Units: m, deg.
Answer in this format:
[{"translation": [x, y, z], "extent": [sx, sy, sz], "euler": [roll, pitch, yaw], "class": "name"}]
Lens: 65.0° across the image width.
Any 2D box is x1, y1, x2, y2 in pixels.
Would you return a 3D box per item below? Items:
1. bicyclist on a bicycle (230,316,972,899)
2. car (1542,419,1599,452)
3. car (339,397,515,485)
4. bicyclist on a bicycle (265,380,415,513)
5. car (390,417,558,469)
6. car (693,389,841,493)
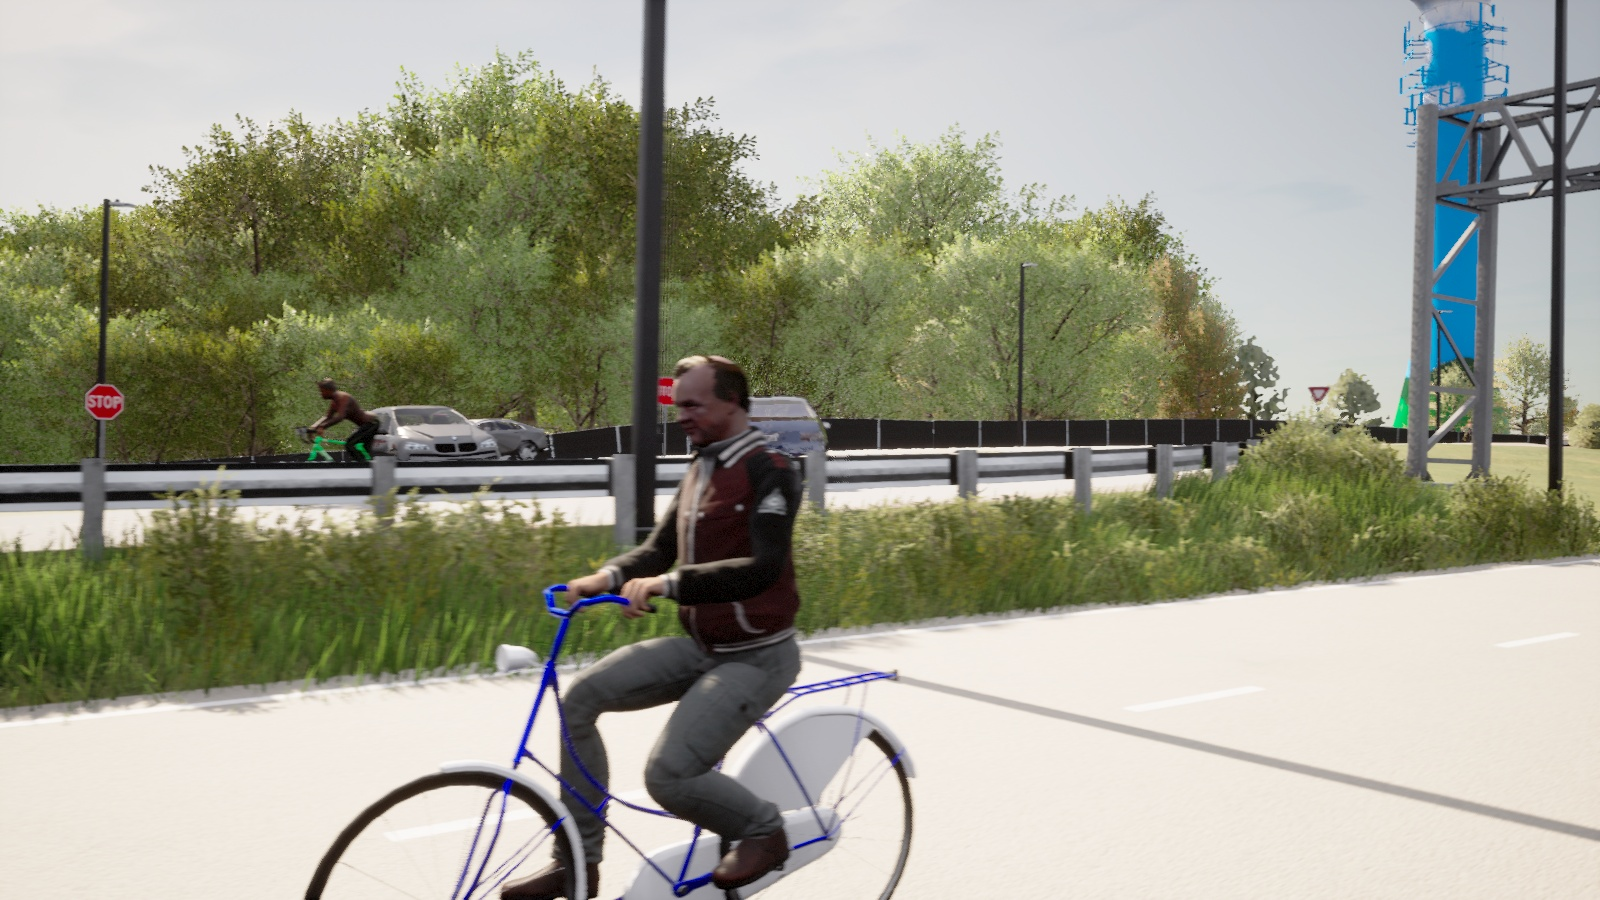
[{"translation": [-0.454, 0.621, 3.343], "extent": [1.843, 1.776, 0.659], "euler": [0, 0, -35], "class": "bicyclist on a bicycle"}, {"translation": [50.580, -0.900, 81.073], "extent": [4.605, 1.855, 1.932], "euler": [2, -2, -14], "class": "car"}, {"translation": [-8.127, -0.182, 27.058], "extent": [2.242, 1.667, 4.611], "euler": [-3, 1, -34], "class": "car"}, {"translation": [-5.879, -0.065, 16.106], "extent": [1.656, 1.620, 0.582], "euler": [-2, 1, -37], "class": "bicyclist on a bicycle"}, {"translation": [-10.678, -0.258, 41.341], "extent": [2.128, 1.511, 4.902], "euler": [-1, 2, 45], "class": "car"}, {"translation": [-0.503, -0.169, 20.175], "extent": [2.033, 1.411, 5.357], "euler": [-1, 1, -1], "class": "car"}]
